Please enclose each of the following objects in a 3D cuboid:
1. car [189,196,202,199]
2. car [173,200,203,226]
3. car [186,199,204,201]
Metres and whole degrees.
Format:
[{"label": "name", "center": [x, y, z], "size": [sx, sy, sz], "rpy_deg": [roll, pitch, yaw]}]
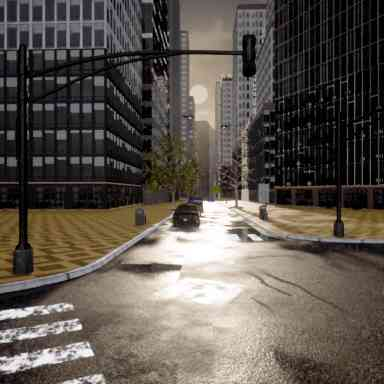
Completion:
[{"label": "car", "center": [0.471, 1.553, 46.250], "size": [2.150, 2.045, 5.566], "rpy_deg": [0, 0, 2]}, {"label": "car", "center": [-0.358, 1.653, 25.387], "size": [1.882, 1.535, 5.008], "rpy_deg": [0, 0, 2]}, {"label": "car", "center": [0.049, 1.776, 35.599], "size": [1.812, 1.442, 4.674], "rpy_deg": [0, 0, 2]}]
